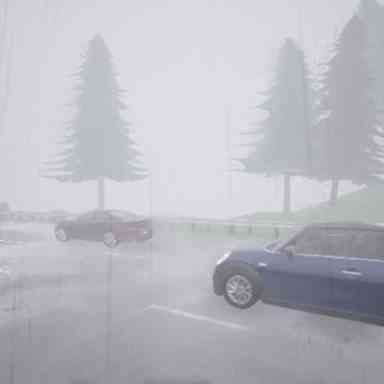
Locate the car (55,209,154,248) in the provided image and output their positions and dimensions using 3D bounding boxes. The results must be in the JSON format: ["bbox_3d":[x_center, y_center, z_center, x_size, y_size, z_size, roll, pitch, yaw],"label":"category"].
[{"bbox_3d":[-4.011,1.499,14.886,5.008,1.535,1.882,0,0,32],"label":"car"}]

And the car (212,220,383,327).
[{"bbox_3d":[2.610,1.321,6.298,4.553,1.767,2.097,-1,0,35],"label":"car"}]
